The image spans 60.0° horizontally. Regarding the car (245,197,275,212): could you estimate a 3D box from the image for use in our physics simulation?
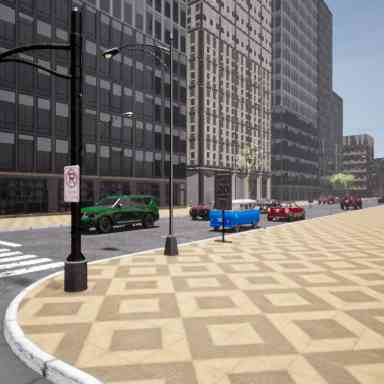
[{"bbox_3d":[8.263,1.471,40.463,1.967,1.590,4.097,0,0,38],"label":"car"}]

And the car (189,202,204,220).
[{"bbox_3d":[1.819,1.624,28.102,1.895,1.301,4.718,0,0,38],"label":"car"}]

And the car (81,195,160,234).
[{"bbox_3d":[-4.399,1.238,20.035,2.150,2.045,5.566,0,0,39],"label":"car"}]

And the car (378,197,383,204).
[{"bbox_3d":[38.332,1.659,66.437,1.947,1.339,4.313,0,0,38],"label":"car"}]

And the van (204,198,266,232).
[{"bbox_3d":[2.704,1.368,20.224,1.690,1.788,3.998,0,0,38],"label":"van"}]

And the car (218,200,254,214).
[{"bbox_3d":[4.858,1.571,36.064,1.887,1.381,4.507,0,0,38],"label":"car"}]

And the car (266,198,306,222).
[{"bbox_3d":[7.684,1.472,26.839,1.967,1.590,4.097,0,0,38],"label":"car"}]

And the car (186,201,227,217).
[{"bbox_3d":[1.452,1.604,31.663,1.802,1.307,4.206,0,0,38],"label":"car"}]

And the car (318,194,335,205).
[{"bbox_3d":[25.291,1.381,62.463,2.192,1.841,5.009,0,0,38],"label":"car"}]

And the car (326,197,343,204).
[{"bbox_3d":[28.696,1.625,66.862,2.008,1.369,4.403,0,0,38],"label":"car"}]

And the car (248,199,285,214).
[{"bbox_3d":[8.206,1.523,36.337,2.128,1.511,4.902,0,0,38],"label":"car"}]

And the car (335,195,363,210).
[{"bbox_3d":[21.306,1.369,44.439,2.192,1.841,5.009,0,0,38],"label":"car"}]
